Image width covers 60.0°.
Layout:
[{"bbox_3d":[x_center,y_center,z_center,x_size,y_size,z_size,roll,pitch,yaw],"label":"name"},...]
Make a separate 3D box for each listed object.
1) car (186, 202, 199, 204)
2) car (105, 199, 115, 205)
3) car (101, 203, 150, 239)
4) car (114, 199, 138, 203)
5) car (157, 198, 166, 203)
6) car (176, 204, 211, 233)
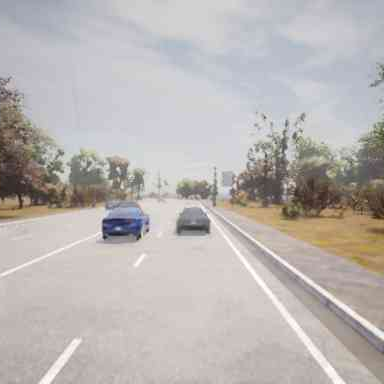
[{"bbox_3d":[0.056,1.800,38.442,1.895,1.301,4.718,0,0,0],"label":"car"},{"bbox_3d":[-10.634,1.734,45.853,2.128,1.511,4.902,0,0,0],"label":"car"},{"bbox_3d":[-3.418,1.572,17.913,1.882,1.535,5.008,0,0,0],"label":"car"},{"bbox_3d":[-7.133,1.704,38.036,1.837,1.490,4.892,0,0,0],"label":"car"},{"bbox_3d":[-7.090,1.999,78.034,1.895,1.301,4.718,0,0,0],"label":"car"},{"bbox_3d":[0.080,1.670,20.304,1.994,1.385,4.181,0,0,0],"label":"car"}]
